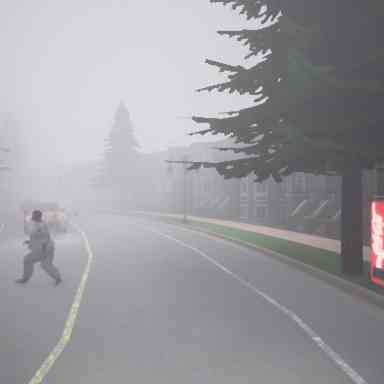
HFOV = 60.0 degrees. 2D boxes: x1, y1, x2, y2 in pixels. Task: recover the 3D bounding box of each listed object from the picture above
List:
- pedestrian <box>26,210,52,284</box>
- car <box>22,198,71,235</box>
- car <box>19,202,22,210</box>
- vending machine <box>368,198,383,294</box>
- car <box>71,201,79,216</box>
[{"bbox_3d":[-3.578,1.294,7.783,0.375,1.860,0.375,0,0,-10],"label":"pedestrian"},{"bbox_3d":[-8.428,1.352,19.028,2.097,1.767,4.553,0,0,-27],"label":"car"},{"bbox_3d":[-19.104,1.491,39.707,2.128,1.511,4.902,0,0,-42],"label":"car"},{"bbox_3d":[4.747,1.195,7.480,1.100,2.100,0.880,0,0,-9],"label":"vending machine"},{"bbox_3d":[-12.289,1.525,31.694,1.812,1.442,4.674,0,0,-38],"label":"car"}]
